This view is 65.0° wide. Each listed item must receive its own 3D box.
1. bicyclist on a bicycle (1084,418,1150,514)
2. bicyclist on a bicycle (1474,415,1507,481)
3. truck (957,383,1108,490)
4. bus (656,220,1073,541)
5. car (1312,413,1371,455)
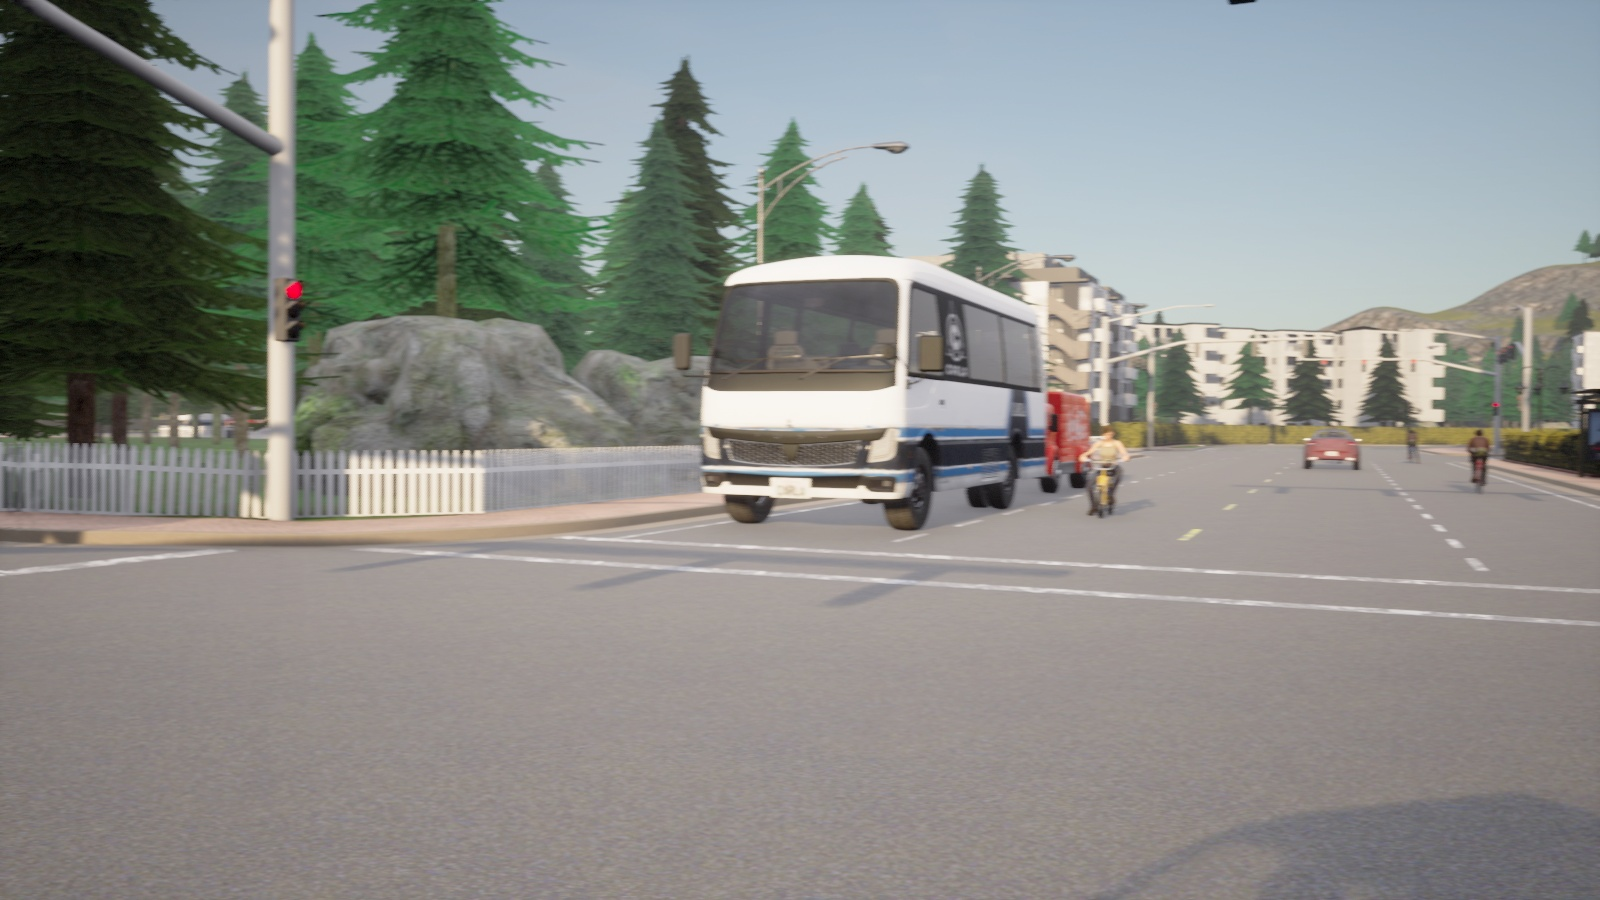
[{"bbox_3d":[5.568,0.250,22.007,0.866,1.612,1.509,0,1,24],"label":"bicyclist on a bicycle"},{"bbox_3d":[17.392,-0.063,31.640,0.582,1.620,1.656,0,1,24],"label":"bicyclist on a bicycle"},{"bbox_3d":[5.994,-0.366,31.769,2.627,2.467,5.204,0,1,23],"label":"truck"},{"bbox_3d":[1.799,-1.019,22.143,3.944,4.253,10.273,0,1,24],"label":"bus"},{"bbox_3d":[22.280,-0.682,51.636,2.152,1.651,5.027,0,1,24],"label":"car"}]
